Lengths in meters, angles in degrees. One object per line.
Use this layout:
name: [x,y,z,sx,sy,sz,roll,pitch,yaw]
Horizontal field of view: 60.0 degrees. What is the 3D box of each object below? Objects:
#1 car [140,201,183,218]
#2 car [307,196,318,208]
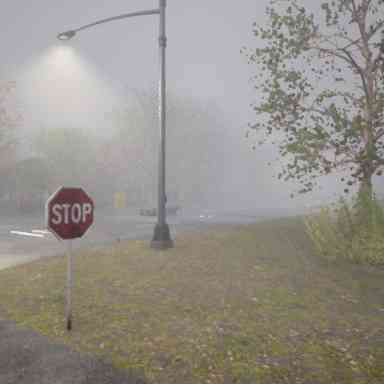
car: [-2.964,1.682,32.906,1.882,1.535,5.008,0,1,36]
car: [20.407,1.838,53.250,1.812,1.442,4.674,0,0,35]
